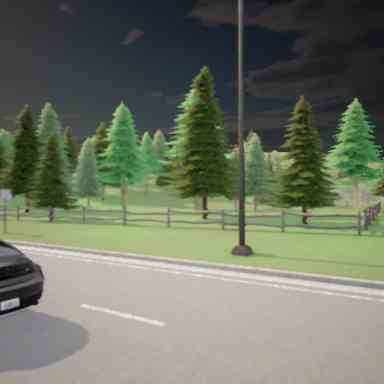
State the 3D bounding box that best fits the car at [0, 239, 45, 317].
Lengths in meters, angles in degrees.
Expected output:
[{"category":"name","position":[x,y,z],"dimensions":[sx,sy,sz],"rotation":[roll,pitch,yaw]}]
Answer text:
[{"category":"car","position":[-5.025,1.622,6.659],"dimensions":[4.892,1.490,1.837],"rotation":[-1,-1,31]}]
